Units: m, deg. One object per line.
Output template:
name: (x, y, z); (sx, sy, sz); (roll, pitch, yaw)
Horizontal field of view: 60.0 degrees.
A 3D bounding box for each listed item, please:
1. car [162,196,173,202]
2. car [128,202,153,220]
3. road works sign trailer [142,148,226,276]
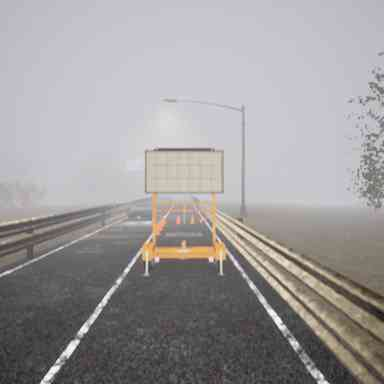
car: (-4.929, 1.441, 67.691); (1.994, 1.385, 4.181); (0, 0, -1)
car: (-4.024, 1.500, 27.547); (2.033, 1.411, 5.357); (0, 0, -1)
road works sign trailer: (-0.238, 0.447, 10.297); (2.380, 3.560, 2.880); (0, 0, -1)
